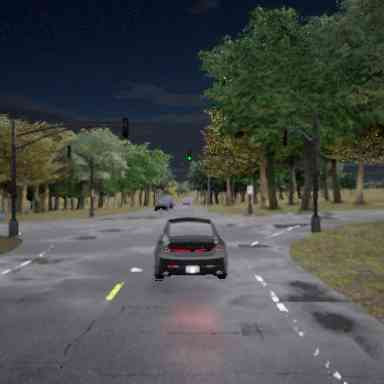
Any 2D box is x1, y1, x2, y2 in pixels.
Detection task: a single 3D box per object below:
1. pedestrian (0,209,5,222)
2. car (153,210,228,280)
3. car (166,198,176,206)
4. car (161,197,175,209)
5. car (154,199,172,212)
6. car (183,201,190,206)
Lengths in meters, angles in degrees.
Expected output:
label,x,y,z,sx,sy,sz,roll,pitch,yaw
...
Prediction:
label,x,y,z,sx,sy,sz,roll,pitch,yaw
pedestrian,-18.080,2.203,31.738,0.375,1.300,0.375,0,1,2
car,-0.100,1.509,9.954,1.837,1.490,4.892,0,0,-3
car,-4.738,2.392,76.303,2.097,1.767,4.553,0,-2,-1
car,-4.353,1.801,55.745,2.150,2.045,5.566,0,-1,-2
car,-4.156,2.006,45.879,1.895,1.301,4.718,0,-1,-1
car,-1.471,2.968,86.826,1.895,1.301,4.718,0,-2,-1
